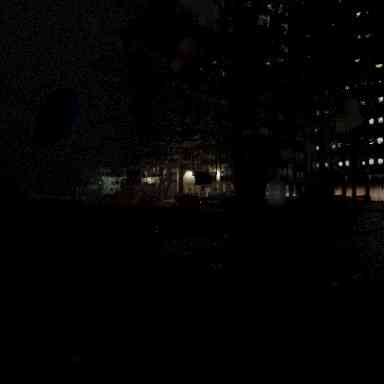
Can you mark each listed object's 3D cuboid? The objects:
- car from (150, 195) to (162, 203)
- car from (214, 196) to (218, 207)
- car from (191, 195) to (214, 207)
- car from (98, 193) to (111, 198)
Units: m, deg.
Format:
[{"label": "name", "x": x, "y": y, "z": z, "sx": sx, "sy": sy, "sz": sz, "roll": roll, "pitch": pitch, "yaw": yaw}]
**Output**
[{"label": "car", "x": -7.366, "y": 1.230, "z": 61.464, "sx": 1.882, "sy": 1.535, "sz": 5.008, "roll": 1, "pitch": 0, "yaw": -34}, {"label": "car", "x": 3.047, "y": 1.274, "z": 45.733, "sx": 1.812, "sy": 1.442, "sz": 4.674, "roll": 1, "pitch": 0, "yaw": -34}, {"label": "car", "x": 0.345, "y": 1.199, "z": 43.926, "sx": 1.882, "sy": 1.535, "sz": 5.008, "roll": 1, "pitch": 0, "yaw": -34}, {"label": "car", "x": -22.963, "y": 1.210, "z": 90.630, "sx": 2.033, "sy": 1.411, "sz": 5.357, "roll": 1, "pitch": 0, "yaw": -34}]
